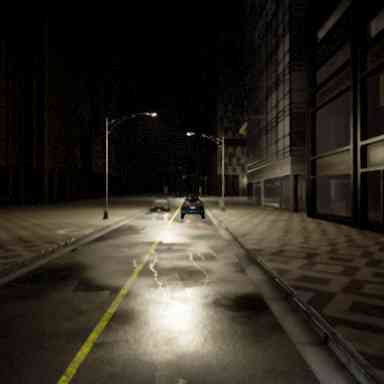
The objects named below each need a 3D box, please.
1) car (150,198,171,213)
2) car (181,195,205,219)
[{"bbox_3d":[-3.143,1.361,34.331,2.033,1.411,5.357,0,0,0],"label":"car"},{"bbox_3d":[0.062,1.279,27.784,2.033,1.649,4.856,0,0,0],"label":"car"}]
